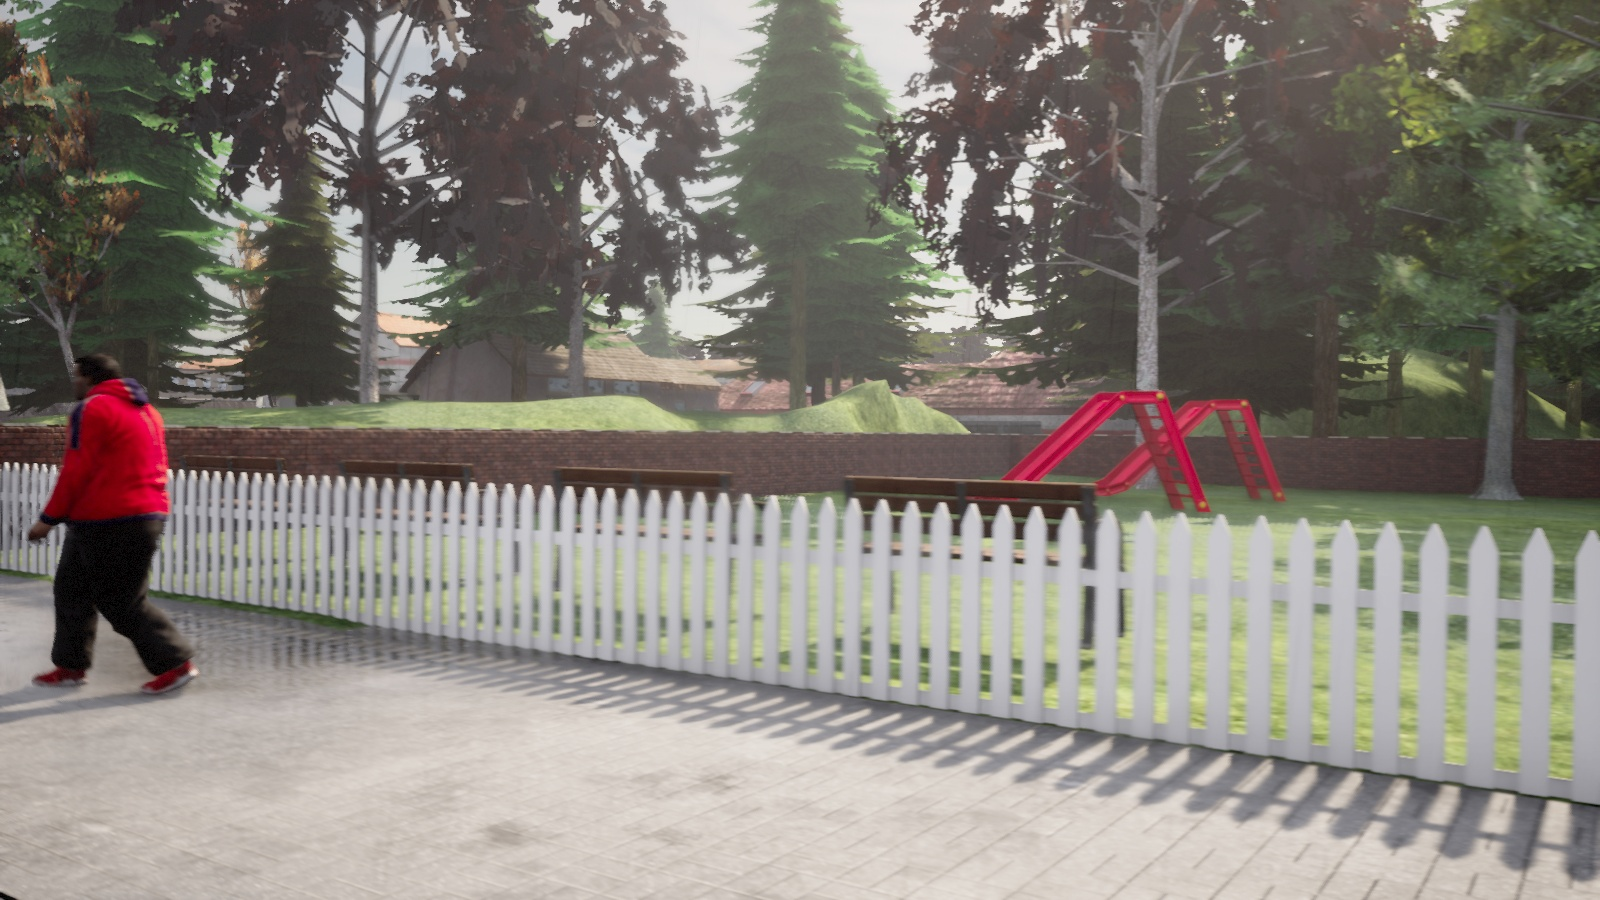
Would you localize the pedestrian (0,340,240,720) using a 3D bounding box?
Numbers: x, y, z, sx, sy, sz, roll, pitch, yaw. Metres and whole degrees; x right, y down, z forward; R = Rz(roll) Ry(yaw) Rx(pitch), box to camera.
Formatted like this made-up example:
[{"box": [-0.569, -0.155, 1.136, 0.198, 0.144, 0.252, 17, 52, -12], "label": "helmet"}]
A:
[{"box": [-3.471, 0.385, 6.437, 0.899, 1.844, 0.634, -1, 1, -2], "label": "pedestrian"}]
